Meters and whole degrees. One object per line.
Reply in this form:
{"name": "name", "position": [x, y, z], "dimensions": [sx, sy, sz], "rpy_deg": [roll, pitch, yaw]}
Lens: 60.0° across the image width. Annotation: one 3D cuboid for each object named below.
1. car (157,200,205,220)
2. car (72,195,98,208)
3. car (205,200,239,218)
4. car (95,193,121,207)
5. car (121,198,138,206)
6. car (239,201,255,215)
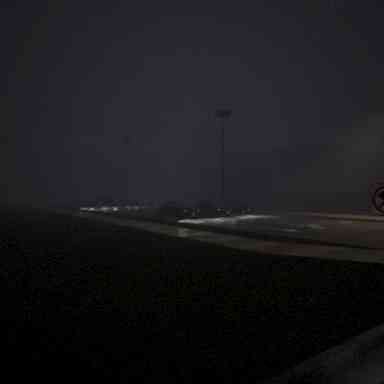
{"name": "car", "position": [-1.253, 1.472, 28.033], "dimensions": [1.812, 1.442, 4.674], "rpy_deg": [0, 0, -36]}
{"name": "car", "position": [-15.785, 1.548, 48.216], "dimensions": [1.895, 1.301, 4.718], "rpy_deg": [0, 0, -35]}
{"name": "car", "position": [1.674, 1.460, 29.960], "dimensions": [1.812, 1.442, 4.674], "rpy_deg": [0, 0, -36]}
{"name": "car", "position": [-13.350, 1.159, 50.836], "dimensions": [2.150, 2.045, 5.566], "rpy_deg": [0, 0, -35]}
{"name": "car", "position": [-10.238, 1.523, 52.496], "dimensions": [1.895, 1.301, 4.718], "rpy_deg": [0, 0, -35]}
{"name": "car", "position": [4.128, 1.485, 32.506], "dimensions": [1.994, 1.385, 4.181], "rpy_deg": [0, 0, -36]}
